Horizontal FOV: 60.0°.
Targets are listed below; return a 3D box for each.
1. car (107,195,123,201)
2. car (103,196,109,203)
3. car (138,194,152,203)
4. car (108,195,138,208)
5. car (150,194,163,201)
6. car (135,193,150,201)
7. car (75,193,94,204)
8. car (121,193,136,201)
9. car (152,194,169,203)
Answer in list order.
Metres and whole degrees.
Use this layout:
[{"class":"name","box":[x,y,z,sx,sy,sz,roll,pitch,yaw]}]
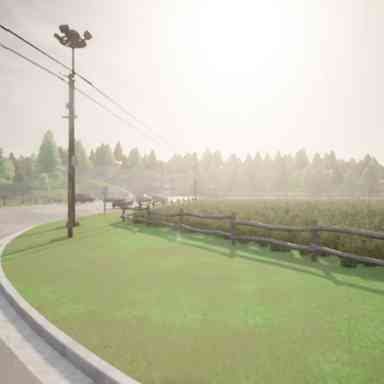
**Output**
[{"class":"car","box":[-18.520,1.509,80.419,2.033,1.411,5.357,0,0,9]},{"class":"car","box":[-16.751,1.505,69.172,2.033,1.411,5.357,0,0,9]},{"class":"car","box":[-9.767,1.576,68.522,1.895,1.301,4.718,0,0,9]},{"class":"car","box":[-9.571,1.487,46.650,1.837,1.490,4.892,0,0,9]},{"class":"car","box":[-8.213,1.305,78.374,1.837,1.490,4.892,0,0,9]},{"class":"car","box":[-11.675,1.159,78.889,2.097,1.767,4.553,0,0,9]},{"class":"car","box":[-20.974,1.188,64.226,2.150,2.045,5.566,0,-1,9]},{"class":"car","box":[-15.132,1.158,79.435,2.097,1.767,4.553,0,0,9]},{"class":"car","box":[-6.148,1.469,68.929,2.128,1.511,4.902,0,0,9]}]
